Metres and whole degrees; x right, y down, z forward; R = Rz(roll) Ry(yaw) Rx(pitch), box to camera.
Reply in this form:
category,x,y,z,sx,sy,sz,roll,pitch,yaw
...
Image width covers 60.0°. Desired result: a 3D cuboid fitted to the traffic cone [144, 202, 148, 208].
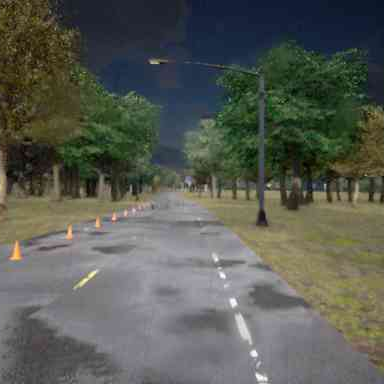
category,x,y,z,sx,sy,sz,roll,pitch,yaw
traffic cone,-6.621,1.854,46.041,0.340,0.580,0.340,0,0,-2

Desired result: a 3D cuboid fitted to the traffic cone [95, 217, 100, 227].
category,x,y,z,sx,sy,sz,roll,pitch,yaw
traffic cone,-5.982,1.902,21.106,0.340,0.580,0.340,0,0,-1

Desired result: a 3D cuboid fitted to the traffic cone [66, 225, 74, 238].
category,x,y,z,sx,sy,sz,roll,pitch,yaw
traffic cone,-5.909,1.914,16.117,0.340,0.580,0.340,0,0,-1

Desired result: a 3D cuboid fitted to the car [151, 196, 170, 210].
category,x,y,z,sx,sy,sz,roll,pitch,yaw
car,-3.870,1.257,41.084,2.097,1.767,4.553,0,0,-2

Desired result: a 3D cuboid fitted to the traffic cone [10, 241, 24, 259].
category,x,y,z,sx,sy,sz,roll,pitch,yaw
traffic cone,-5.854,1.927,11.128,0.340,0.580,0.340,0,0,-1

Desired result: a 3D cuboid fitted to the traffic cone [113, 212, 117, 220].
category,x,y,z,sx,sy,sz,roll,pitch,yaw
traffic cone,-6.074,1.890,26.093,0.340,0.580,0.340,0,0,-1
